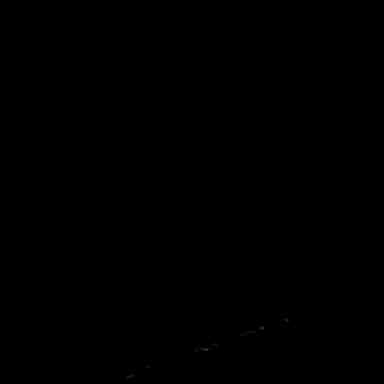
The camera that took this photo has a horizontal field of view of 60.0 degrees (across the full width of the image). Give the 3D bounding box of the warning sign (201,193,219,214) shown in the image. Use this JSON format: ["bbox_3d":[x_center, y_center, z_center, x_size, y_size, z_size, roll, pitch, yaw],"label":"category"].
[{"bbox_3d":[1.651,1.024,30.408,1.300,1.860,1.060,-1,0,-36],"label":"warning sign"}]
